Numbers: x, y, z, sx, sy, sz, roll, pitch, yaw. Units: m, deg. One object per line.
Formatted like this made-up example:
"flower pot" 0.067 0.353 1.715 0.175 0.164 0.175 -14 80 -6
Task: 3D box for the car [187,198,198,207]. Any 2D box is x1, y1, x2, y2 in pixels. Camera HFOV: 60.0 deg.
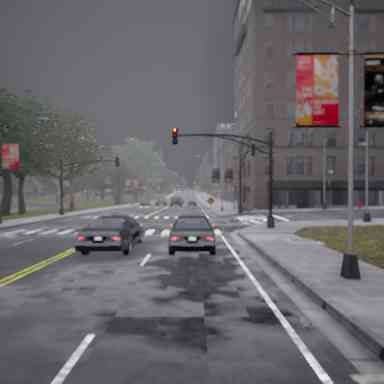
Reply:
"car" 0.070 2.267 66.699 1.837 1.490 4.892 0 0 0

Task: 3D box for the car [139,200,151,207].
"car" -9.683 2.330 69.173 2.033 1.411 5.357 0 -1 0

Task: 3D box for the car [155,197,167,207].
"car" -6.433 2.015 69.144 2.150 2.045 5.566 0 -1 0

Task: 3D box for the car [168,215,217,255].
"car" 0.014 1.684 13.979 2.033 1.411 5.357 0 -1 0

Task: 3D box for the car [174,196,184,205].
"car" -3.170 2.073 82.116 2.150 2.045 5.566 0 -1 0

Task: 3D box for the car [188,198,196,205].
"car" 0.080 2.348 82.080 1.837 1.490 4.892 0 -1 0

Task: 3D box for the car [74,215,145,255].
"car" -3.236 1.683 13.982 2.033 1.411 5.357 0 -1 0

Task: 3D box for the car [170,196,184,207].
"car" -3.184 1.972 66.427 2.150 2.045 5.566 0 -1 0
